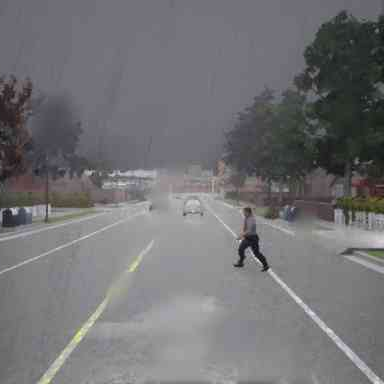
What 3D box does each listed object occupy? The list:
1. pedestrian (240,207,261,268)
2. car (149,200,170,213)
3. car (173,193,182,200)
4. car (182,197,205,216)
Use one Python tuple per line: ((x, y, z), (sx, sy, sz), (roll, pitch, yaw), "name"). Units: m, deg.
((1.622, 1.293, 9.287), (0.375, 1.860, 0.375), (0, 0, 0), "pedestrian")
((-3.566, 1.539, 37.073), (1.994, 1.385, 4.181), (0, 0, 0), "car")
((-3.429, 1.012, 78.412), (1.882, 1.535, 5.008), (0, 0, 0), "car")
((0.120, 1.512, 32.491), (1.812, 1.442, 4.674), (0, 0, 0), "car")
